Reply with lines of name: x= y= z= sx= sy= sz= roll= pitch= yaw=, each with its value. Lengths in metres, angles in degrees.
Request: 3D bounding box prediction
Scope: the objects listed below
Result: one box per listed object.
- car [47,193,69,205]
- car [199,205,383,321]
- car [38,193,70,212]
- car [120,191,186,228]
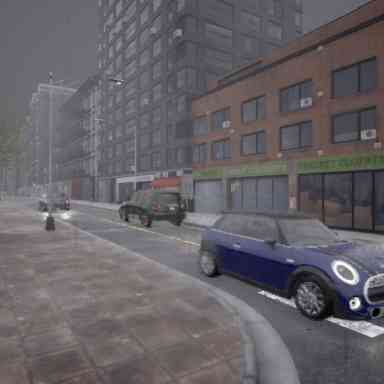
car: x=-17.738 y=0.886 z=43.778 sx=1.837 sy=1.490 sz=4.892 roll=0 pitch=0 yaw=-33
car: x=2.106 y=1.252 z=7.327 sx=2.097 sy=1.767 sz=4.553 roll=0 pitch=1 yaw=-33
car: x=-12.639 y=0.845 z=30.373 sx=2.097 sy=1.767 sz=4.553 roll=0 pitch=0 yaw=-32
car: x=-2.479 y=0.926 z=19.979 sx=2.150 sy=2.045 sz=5.566 roll=0 pitch=1 yaw=-32
